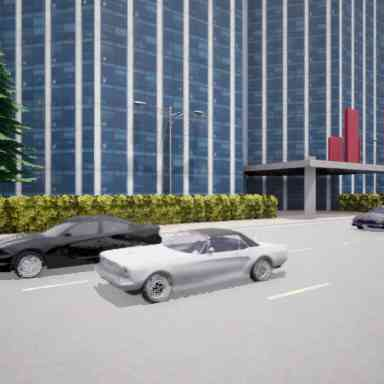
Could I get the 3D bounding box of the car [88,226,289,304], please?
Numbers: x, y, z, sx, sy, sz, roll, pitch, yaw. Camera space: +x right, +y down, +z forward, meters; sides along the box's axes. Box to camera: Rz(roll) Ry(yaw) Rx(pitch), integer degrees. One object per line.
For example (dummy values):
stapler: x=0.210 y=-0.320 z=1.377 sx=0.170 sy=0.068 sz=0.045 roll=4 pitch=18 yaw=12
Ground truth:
car: x=0.123 y=1.601 z=8.246 sx=4.718 sy=1.301 sz=1.895 roll=0 pitch=0 yaw=-33

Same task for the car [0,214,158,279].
car: x=-3.312 y=1.477 z=10.181 sx=5.008 sy=1.535 sz=1.882 roll=0 pitch=0 yaw=-33

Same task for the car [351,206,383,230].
car: x=11.946 y=1.548 z=20.158 sx=5.357 sy=1.411 sz=2.033 roll=0 pitch=0 yaw=-33
